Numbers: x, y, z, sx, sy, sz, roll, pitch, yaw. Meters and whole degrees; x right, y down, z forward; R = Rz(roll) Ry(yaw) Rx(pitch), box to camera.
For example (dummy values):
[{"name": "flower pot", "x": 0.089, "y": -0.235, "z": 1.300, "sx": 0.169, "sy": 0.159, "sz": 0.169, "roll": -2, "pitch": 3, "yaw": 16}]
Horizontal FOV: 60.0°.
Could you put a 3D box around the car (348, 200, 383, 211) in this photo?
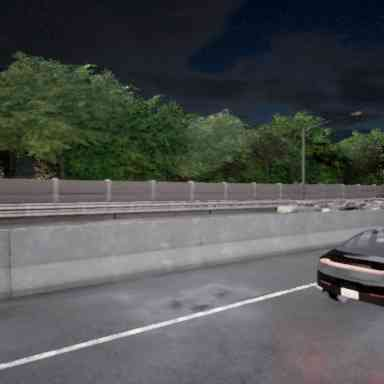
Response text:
[{"name": "car", "x": 15.146, "y": 1.557, "z": 27.241, "sx": 4.674, "sy": 1.442, "sz": 1.812, "roll": 0, "pitch": 0, "yaw": -34}]

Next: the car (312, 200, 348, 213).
[{"name": "car", "x": 13.711, "y": 1.521, "z": 30.494, "sx": 4.902, "sy": 1.511, "sz": 2.128, "roll": 0, "pitch": 0, "yaw": -34}]

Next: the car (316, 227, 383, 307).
[{"name": "car", "x": 4.645, "y": 1.502, "z": 7.006, "sx": 4.902, "sy": 1.511, "sz": 2.128, "roll": 0, "pitch": 0, "yaw": -35}]

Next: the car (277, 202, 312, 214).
[{"name": "car", "x": 10.559, "y": 1.626, "z": 32.593, "sx": 4.718, "sy": 1.301, "sz": 1.895, "roll": 0, "pitch": 0, "yaw": -34}]
